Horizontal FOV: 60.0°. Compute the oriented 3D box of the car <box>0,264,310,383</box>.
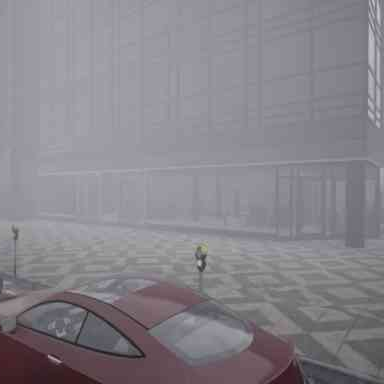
[{"bbox_3d":[-0.922,1.582,3.625,4.206,1.307,1.802,0,0,36],"label":"car"}]
